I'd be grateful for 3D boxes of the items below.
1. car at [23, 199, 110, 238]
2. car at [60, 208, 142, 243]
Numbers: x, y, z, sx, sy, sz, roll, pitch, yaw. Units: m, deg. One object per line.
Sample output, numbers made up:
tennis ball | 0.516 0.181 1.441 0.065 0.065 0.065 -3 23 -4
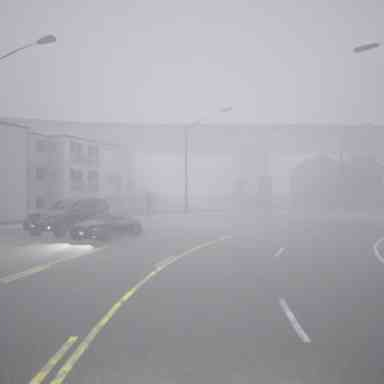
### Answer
car | -7.075 1.421 19.694 2.150 2.045 5.566 0 -1 25
car | -4.327 1.740 17.153 1.994 1.385 4.181 0 -1 23
